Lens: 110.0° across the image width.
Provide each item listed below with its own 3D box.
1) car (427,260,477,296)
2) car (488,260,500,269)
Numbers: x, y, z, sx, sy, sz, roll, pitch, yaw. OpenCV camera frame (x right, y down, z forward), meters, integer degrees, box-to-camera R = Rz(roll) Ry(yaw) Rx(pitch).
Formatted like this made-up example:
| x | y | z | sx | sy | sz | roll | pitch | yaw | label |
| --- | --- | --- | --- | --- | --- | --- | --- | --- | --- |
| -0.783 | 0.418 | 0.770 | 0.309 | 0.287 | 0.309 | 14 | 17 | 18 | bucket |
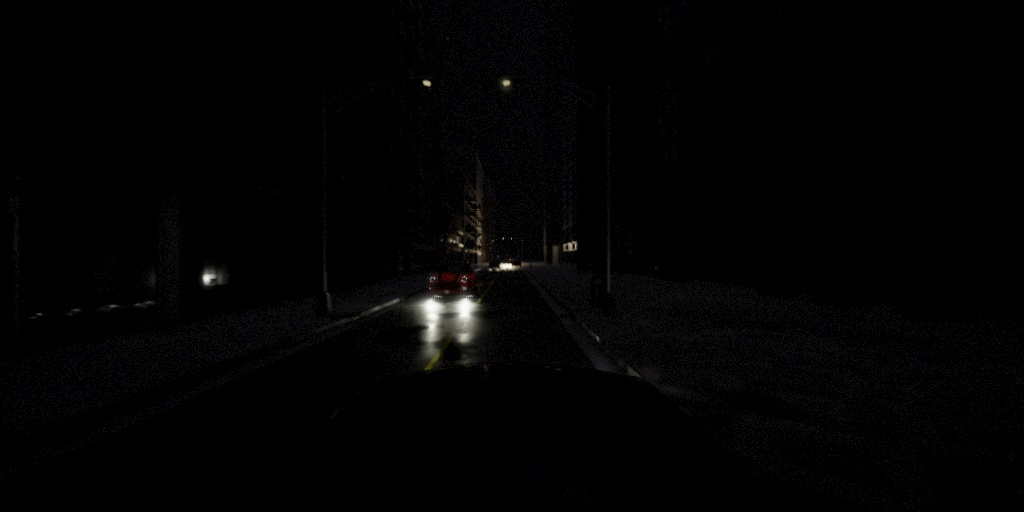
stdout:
| x | y | z | sx | sy | sz | roll | pitch | yaw | label |
| --- | --- | --- | --- | --- | --- | --- | --- | --- | --- |
| -3.091 | 1.135 | 19.304 | 2.097 | 1.767 | 4.553 | 0 | 0 | 0 | car |
| -2.991 | 1.441 | 61.750 | 2.033 | 1.411 | 5.357 | 0 | 0 | 1 | car |
